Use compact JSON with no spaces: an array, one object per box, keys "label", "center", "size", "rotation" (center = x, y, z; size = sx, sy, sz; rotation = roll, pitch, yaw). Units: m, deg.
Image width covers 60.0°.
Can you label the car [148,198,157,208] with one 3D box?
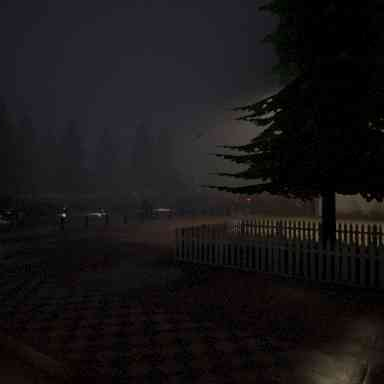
[{"label":"car","center":[-6.608,1.524,44.753],"size":[1.812,1.442,4.674],"rotation":[0,0,36]}]

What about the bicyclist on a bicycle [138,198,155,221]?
[{"label":"bicyclist on a bicycle","center":[-3.363,1.301,24.363],"size":[1.656,1.620,0.582],"rotation":[0,0,35]}]

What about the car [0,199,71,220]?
[{"label":"car","center":[-13.667,1.546,28.831],"size":[2.033,1.411,5.357],"rotation":[0,0,35]}]

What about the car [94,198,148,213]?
[{"label":"car","center":[-7.822,1.546,37.028],"size":[2.033,1.411,5.357],"rotation":[0,0,35]}]

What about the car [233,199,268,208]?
[{"label":"car","center":[8.425,1.220,47.423],"size":[2.150,2.045,5.566],"rotation":[0,0,36]}]

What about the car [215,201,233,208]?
[{"label":"car","center":[5.157,1.563,48.940],"size":[1.994,1.385,4.181],"rotation":[0,0,35]}]

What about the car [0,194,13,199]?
[{"label":"car","center":[-18.155,1.220,28.566],"size":[2.150,2.045,5.566],"rotation":[0,0,35]}]

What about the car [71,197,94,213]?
[{"label":"car","center":[-12.554,1.350,36.419],"size":[2.097,1.767,4.553],"rotation":[0,0,36]}]

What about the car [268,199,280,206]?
[{"label":"car","center":[14.335,1.546,55.724],"size":[2.033,1.411,5.357],"rotation":[0,0,36]}]

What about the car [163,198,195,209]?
[{"label":"car","center":[-1.653,1.546,45.656],"size":[2.033,1.411,5.357],"rotation":[0,0,36]}]
